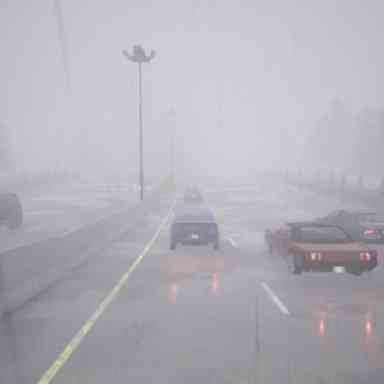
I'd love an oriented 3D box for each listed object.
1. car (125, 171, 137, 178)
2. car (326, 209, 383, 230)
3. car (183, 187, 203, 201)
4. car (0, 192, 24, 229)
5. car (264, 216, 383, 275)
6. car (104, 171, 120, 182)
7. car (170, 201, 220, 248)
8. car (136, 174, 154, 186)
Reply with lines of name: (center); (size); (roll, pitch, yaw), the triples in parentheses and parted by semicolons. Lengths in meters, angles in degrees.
car: (-10.407, -2.838, 57.874); (1.812, 1.442, 4.674); (0, 7, 0)
car: (7.101, 1.453, 14.673); (2.033, 1.411, 5.357); (0, 2, 0)
car: (0.102, 0.153, 34.802); (1.994, 1.385, 4.181); (0, 6, 0)
car: (-10.598, 1.068, 16.565); (2.150, 2.045, 5.566); (0, 2, 0)
car: (3.601, 1.583, 10.357); (1.895, 1.301, 4.718); (0, 1, 0)
car: (-13.907, -2.777, 57.901); (1.837, 1.490, 4.892); (0, 7, 0)
car: (0.101, 1.389, 14.373); (1.882, 1.535, 5.008); (0, 1, 0)
car: (-6.989, -1.819, 51.759); (2.033, 1.411, 5.357); (0, 7, 1)
